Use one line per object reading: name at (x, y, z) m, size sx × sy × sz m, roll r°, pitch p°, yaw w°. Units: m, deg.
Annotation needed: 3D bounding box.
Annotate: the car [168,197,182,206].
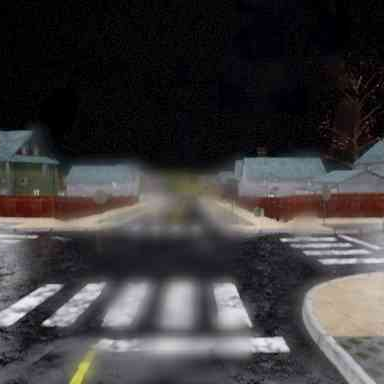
car at (-2.723, 1.502, 54.382) m, size 2.128 × 1.511 × 4.902 m, roll 0°, pitch 0°, yaw 0°
